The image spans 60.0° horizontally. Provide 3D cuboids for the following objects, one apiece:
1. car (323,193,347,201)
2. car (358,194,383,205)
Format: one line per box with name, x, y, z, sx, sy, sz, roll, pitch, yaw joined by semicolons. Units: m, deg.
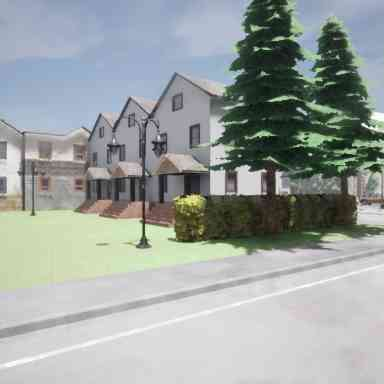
car;32.105;1.097;74.691;1.932;1.855;4.605;0;0;-36
car;27.232;1.097;49.238;1.932;1.855;4.605;0;0;-36
